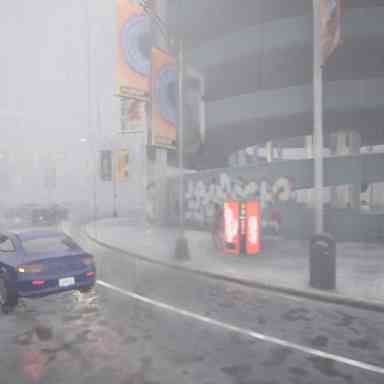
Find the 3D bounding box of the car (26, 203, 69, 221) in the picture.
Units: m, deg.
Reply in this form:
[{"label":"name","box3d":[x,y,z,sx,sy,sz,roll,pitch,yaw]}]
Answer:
[{"label":"car","box3d":[-12.075,1.839,28.621,1.837,1.490,4.892,-1,-1,-4]}]

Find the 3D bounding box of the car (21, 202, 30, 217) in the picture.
[{"label":"car","box3d":[-15.342,1.965,35.665,2.033,1.411,5.357,0,-1,9]}]

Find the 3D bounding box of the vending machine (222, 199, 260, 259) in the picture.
[{"label":"vending machine","box3d":[1.830,1.310,12.378,1.100,2.100,0.880,0,-1,-42]}]

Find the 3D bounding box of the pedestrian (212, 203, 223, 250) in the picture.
[{"label":"pedestrian","box3d":[1.009,1.263,12.702,0.375,1.860,0.375,0,-1,-40]}]

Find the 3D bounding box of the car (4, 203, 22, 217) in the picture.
[{"label":"car","box3d":[-18.658,1.951,37.061,1.837,1.490,4.892,-1,-1,11]}]

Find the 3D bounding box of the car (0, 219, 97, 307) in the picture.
[{"label":"car","box3d":[-4.002,1.625,8.272,1.812,1.442,4.674,0,-1,-42]}]

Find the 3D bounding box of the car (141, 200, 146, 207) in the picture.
[{"label":"car","box3d":[-7.723,1.916,66.515,2.150,2.045,5.566,-1,-1,34]}]
